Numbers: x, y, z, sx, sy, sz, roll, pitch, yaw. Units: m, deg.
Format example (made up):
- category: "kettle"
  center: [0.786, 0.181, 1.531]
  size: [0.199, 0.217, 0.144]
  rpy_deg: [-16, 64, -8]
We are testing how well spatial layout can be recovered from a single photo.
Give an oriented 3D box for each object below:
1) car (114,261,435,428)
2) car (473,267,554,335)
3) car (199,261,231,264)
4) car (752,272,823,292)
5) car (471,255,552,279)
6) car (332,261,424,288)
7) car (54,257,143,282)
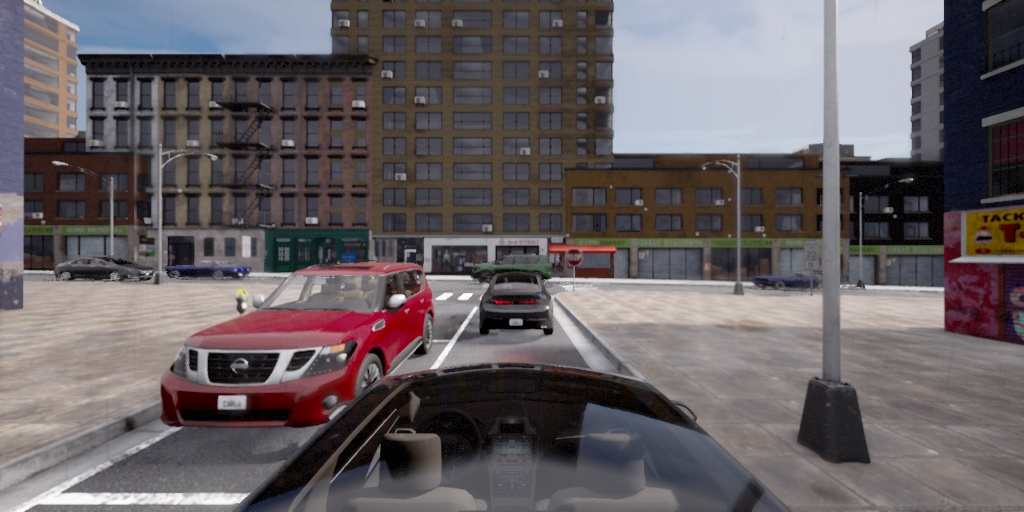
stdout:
- category: "car"
  center: [-2.632, 1.053, 5.889]
  size: [2.192, 1.841, 5.009]
  rpy_deg: [0, 0, 0]
- category: "car"
  center: [0.139, 1.231, 10.454]
  size: [1.837, 1.490, 4.892]
  rpy_deg: [0, 0, 1]
- category: "car"
  center: [-20.900, 0.975, 24.694]
  size: [4.718, 1.301, 1.895]
  rpy_deg: [1, 0, -1]
- category: "car"
  center: [19.412, 1.746, 24.776]
  size: [4.718, 1.301, 1.895]
  rpy_deg: [1, 0, 0]
- category: "car"
  center: [0.001, 0.939, 24.724]
  size: [5.566, 2.045, 2.150]
  rpy_deg: [1, 0, 0]
- category: "car"
  center: [-8.001, 1.083, 21.745]
  size: [4.892, 1.490, 1.837]
  rpy_deg: [1, 0, 0]
- category: "car"
  center: [-24.500, 0.822, 21.695]
  size: [4.892, 1.490, 1.837]
  rpy_deg: [0, 0, 0]
